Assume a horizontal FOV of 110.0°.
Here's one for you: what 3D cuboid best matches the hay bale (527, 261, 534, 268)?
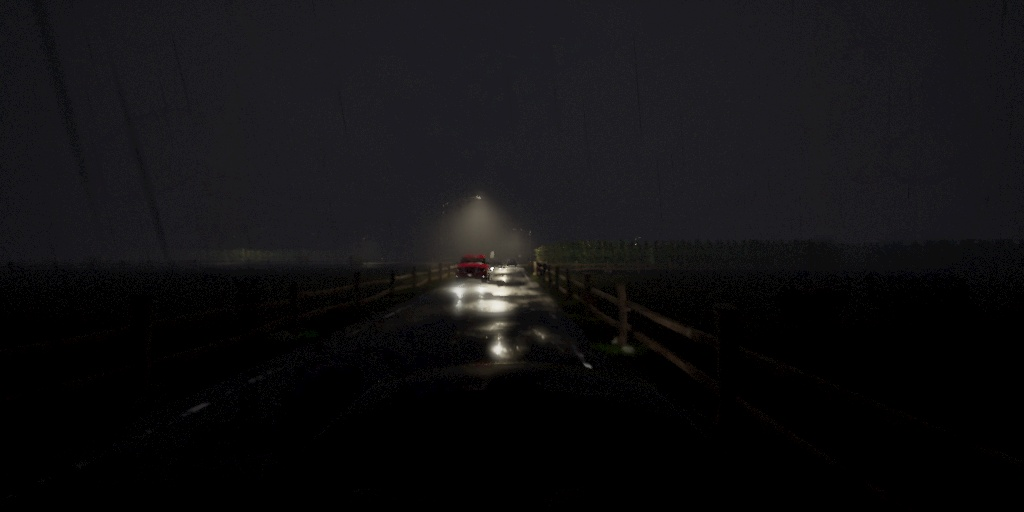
[{"bbox_3d":[3.124,1.354,59.491,1.220,1.180,1.240,0,0,0],"label":"hay bale"}]

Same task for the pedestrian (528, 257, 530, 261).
[{"bbox_3d":[2.824,0.989,60.576,0.375,1.860,0.375,-1,1,-5],"label":"pedestrian"}]

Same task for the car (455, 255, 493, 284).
[{"bbox_3d":[-2.847,0.960,27.018,2.150,2.045,5.566,0,0,0],"label":"car"}]
